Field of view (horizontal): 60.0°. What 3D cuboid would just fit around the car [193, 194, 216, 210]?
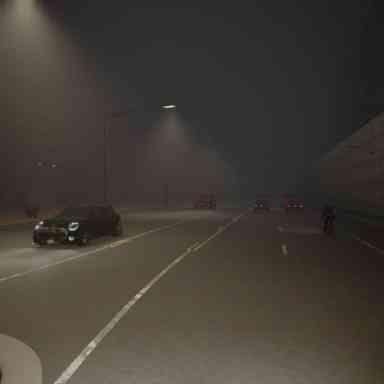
[{"bbox_3d":[1.731,1.221,42.586,2.150,2.045,5.566,0,0,14],"label":"car"}]

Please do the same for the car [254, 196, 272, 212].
[{"bbox_3d":[8.151,1.547,38.604,2.033,1.411,5.357,0,0,14],"label":"car"}]

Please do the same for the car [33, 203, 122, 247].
[{"bbox_3d":[-4.986,1.352,15.152,2.097,1.767,4.553,0,0,14],"label":"car"}]

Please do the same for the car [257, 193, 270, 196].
[{"bbox_3d":[10.561,1.221,48.880,2.150,2.045,5.566,0,0,14],"label":"car"}]

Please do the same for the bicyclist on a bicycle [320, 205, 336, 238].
[{"bbox_3d":[6.831,1.454,16.682,0.582,1.620,1.656,0,-2,-1],"label":"bicyclist on a bicycle"}]

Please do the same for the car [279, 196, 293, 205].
[{"bbox_3d":[16.416,1.491,58.118,2.128,1.511,4.902,0,0,14],"label":"car"}]

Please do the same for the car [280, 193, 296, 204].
[{"bbox_3d":[13.961,1.221,48.051,2.150,2.045,5.566,0,0,14],"label":"car"}]

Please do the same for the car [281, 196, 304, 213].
[{"bbox_3d":[11.540,1.547,37.679,2.033,1.411,5.357,0,0,14],"label":"car"}]
